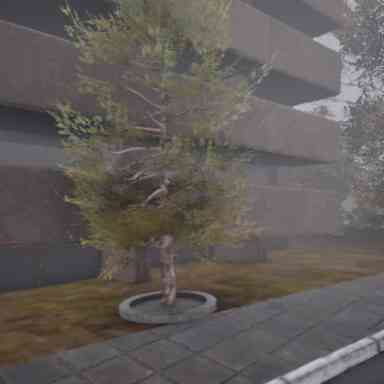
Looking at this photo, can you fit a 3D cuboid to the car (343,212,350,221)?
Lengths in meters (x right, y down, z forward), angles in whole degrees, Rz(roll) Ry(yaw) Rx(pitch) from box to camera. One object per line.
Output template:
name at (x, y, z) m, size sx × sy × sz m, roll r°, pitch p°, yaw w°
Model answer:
car at (33.270, 5.347, 71.380) m, size 2.150 × 2.045 × 5.566 m, roll 1°, pitch -2°, yaw 30°

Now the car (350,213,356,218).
car at (28.276, 4.829, 56.163) m, size 1.812 × 1.442 × 4.674 m, roll 2°, pitch -3°, yaw 9°
